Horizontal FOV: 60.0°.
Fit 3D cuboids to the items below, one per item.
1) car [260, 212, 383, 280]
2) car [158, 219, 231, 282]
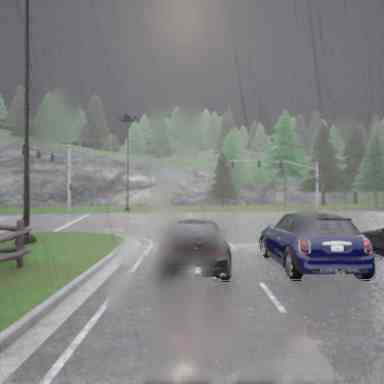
[{"bbox_3d":[3.542,1.415,10.280,2.097,1.767,4.553,0,0,-1],"label":"car"},{"bbox_3d":[0.028,1.566,9.965,1.837,1.490,4.892,0,0,-1],"label":"car"}]
